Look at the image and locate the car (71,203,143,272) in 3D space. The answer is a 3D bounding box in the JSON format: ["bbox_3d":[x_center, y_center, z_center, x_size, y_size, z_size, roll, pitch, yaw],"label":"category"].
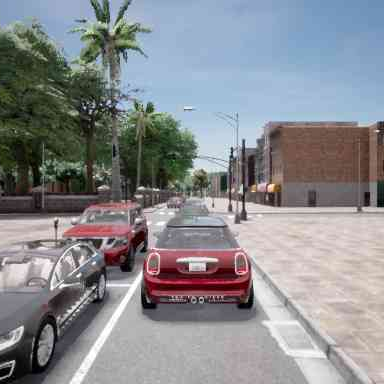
[{"bbox_3d":[-2.639,1.318,10.953,2.192,1.841,5.009,0,0,0],"label":"car"}]

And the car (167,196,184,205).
[{"bbox_3d":[-2.640,1.543,49.102,1.967,1.590,4.097,0,0,0],"label":"car"}]

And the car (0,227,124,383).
[{"bbox_3d":[-2.638,1.551,5.489,2.008,1.369,4.403,0,0,0],"label":"car"}]

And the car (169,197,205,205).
[{"bbox_3d":[0.075,1.363,17.818,2.097,1.767,4.553,0,0,-1],"label":"car"}]

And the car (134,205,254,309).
[{"bbox_3d":[0.098,1.354,8.028,2.097,1.767,4.553,0,0,0],"label":"car"}]
